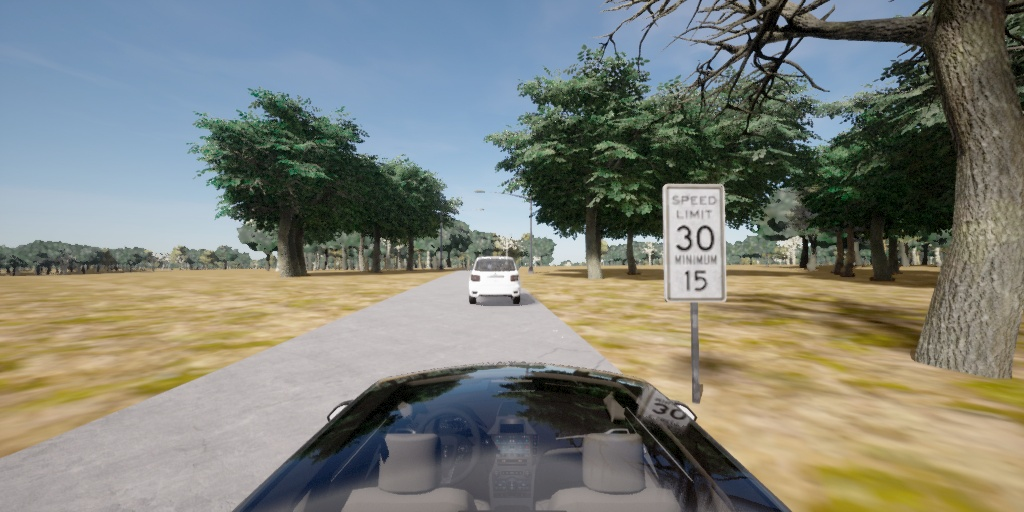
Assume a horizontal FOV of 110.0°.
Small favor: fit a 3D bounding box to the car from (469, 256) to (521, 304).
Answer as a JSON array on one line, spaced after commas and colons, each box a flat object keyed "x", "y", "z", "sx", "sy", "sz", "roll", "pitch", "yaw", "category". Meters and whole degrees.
[{"x": -0.832, "y": 1.042, "z": 16.621, "sx": 2.150, "sy": 2.045, "sz": 5.566, "roll": 0, "pitch": 0, "yaw": -4, "category": "car"}]
